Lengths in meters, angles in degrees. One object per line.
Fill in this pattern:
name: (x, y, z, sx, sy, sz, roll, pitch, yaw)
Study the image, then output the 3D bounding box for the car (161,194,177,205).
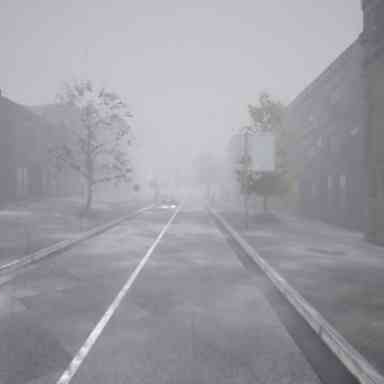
car: (-3.067, 1.014, 45.492, 2.128, 1.511, 4.902, 0, 0, 0)
